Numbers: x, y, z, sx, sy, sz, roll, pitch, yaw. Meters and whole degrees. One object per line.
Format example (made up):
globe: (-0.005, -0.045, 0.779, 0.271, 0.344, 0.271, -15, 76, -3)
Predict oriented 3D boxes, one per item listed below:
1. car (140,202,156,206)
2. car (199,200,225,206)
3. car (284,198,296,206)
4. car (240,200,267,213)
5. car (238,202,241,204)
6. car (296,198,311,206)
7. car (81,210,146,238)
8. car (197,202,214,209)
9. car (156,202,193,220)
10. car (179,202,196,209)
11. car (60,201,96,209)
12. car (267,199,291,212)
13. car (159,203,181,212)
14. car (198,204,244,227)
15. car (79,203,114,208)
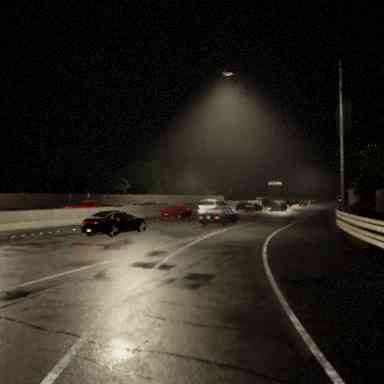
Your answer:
car: (-7.429, 2.493, 56.398, 2.097, 1.767, 4.553, -1, -1, 25)
car: (2.484, 1.854, 35.997, 2.150, 2.045, 5.566, -1, -1, 25)
car: (23.714, 2.606, 82.363, 2.150, 2.045, 5.566, -1, -1, 24)
car: (9.575, 2.365, 51.382, 2.128, 1.511, 4.902, -1, -1, 25)
car: (9.311, 2.512, 59.207, 1.882, 1.535, 5.008, -1, -1, 25)
car: (28.108, 2.890, 83.564, 1.812, 1.442, 4.674, -1, -1, 24)
car: (-4.664, 1.898, 20.531, 1.837, 1.490, 4.892, -1, -1, 25)
car: (2.839, 2.822, 70.297, 1.837, 1.490, 4.892, -1, -1, 25)
car: (-1.549, 2.143, 35.601, 1.882, 1.535, 5.008, -1, -1, 25)
car: (-0.842, 2.890, 70.660, 1.812, 1.442, 4.674, -1, -1, 25)
car: (-14.168, 2.136, 41.884, 2.150, 2.045, 5.566, -1, -1, 25)
car: (13.585, 2.333, 51.731, 2.128, 1.511, 4.902, -1, -1, 25)
car: (-3.651, 2.664, 56.211, 1.994, 1.385, 4.181, -1, -1, 25)
car: (2.283, 2.005, 27.213, 2.033, 1.411, 5.357, -1, -1, 25)
car: (-10.942, 2.360, 40.508, 1.837, 1.490, 4.892, -1, -1, 25)
